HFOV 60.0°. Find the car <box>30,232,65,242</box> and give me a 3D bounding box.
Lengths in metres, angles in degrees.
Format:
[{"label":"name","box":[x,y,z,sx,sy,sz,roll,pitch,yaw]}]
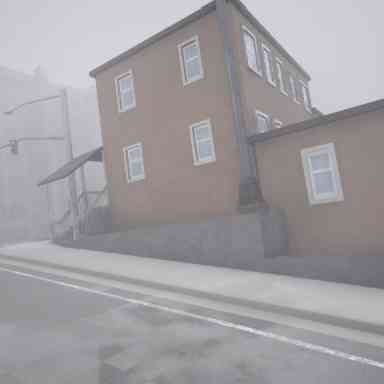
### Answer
[{"label":"car","box":[-11.710,4.278,29.080,1.837,1.490,4.892,-12,-11,35]}]
